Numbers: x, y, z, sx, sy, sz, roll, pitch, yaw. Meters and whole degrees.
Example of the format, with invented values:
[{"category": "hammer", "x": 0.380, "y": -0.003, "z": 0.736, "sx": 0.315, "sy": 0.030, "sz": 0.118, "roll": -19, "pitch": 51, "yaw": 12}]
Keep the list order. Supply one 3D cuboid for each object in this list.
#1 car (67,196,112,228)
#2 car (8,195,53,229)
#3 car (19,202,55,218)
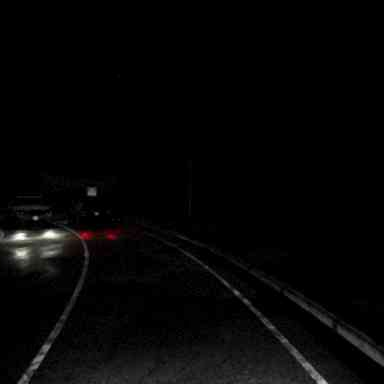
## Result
[{"category": "car", "x": -7.014, "y": 1.382, "z": 22.523, "sx": 2.097, "sy": 1.767, "sz": 4.553, "roll": 0, "pitch": 0, "yaw": -31}, {"category": "car", "x": -10.881, "y": 1.241, "z": 22.196, "sx": 2.150, "sy": 2.045, "sz": 5.566, "roll": 0, "pitch": -1, "yaw": -34}, {"category": "car", "x": -15.136, "y": 1.714, "z": 32.321, "sx": 1.994, "sy": 1.385, "sz": 4.181, "roll": 1, "pitch": -2, "yaw": -43}]
